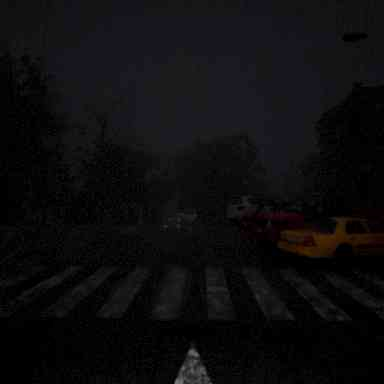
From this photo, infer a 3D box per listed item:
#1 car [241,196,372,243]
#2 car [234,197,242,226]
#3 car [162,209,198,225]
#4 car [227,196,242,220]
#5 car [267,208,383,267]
[{"bbox_3d":[5.287,1.240,14.210,5.566,2.045,2.435,1,0,-20],"label":"car"},{"bbox_3d":[5.270,1.406,20.285,4.553,1.767,2.185,2,-3,-21],"label":"car"},{"bbox_3d":[-1.190,2.833,36.722,2.150,2.045,5.566,-3,-8,23],"label":"car"},{"bbox_3d":[5.182,1.399,23.237,5.566,2.045,2.435,2,-5,-20],"label":"car"},{"bbox_3d":[5.499,1.490,11.261,5.366,1.575,1.946,1,0,-20],"label":"car"}]
